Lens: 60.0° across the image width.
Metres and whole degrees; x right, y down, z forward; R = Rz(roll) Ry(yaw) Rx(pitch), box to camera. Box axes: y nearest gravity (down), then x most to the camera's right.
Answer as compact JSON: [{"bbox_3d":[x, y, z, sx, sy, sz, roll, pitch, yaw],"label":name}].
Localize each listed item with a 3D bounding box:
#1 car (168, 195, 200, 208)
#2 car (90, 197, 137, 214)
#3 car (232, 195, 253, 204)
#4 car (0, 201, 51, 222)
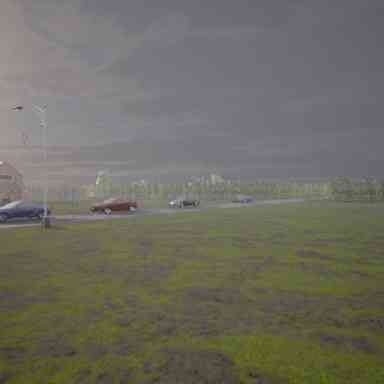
[{"bbox_3d":[-0.917,1.192,41.509,2.128,1.511,4.902,0,0,37],"label":"car"},{"bbox_3d":[-7.583,1.278,32.589,1.882,1.535,5.008,0,0,37],"label":"car"},{"bbox_3d":[8.050,1.134,53.391,1.994,1.385,4.181,0,0,37],"label":"car"},{"bbox_3d":[-13.068,1.408,25.185,1.812,1.442,4.674,0,0,36],"label":"car"}]
